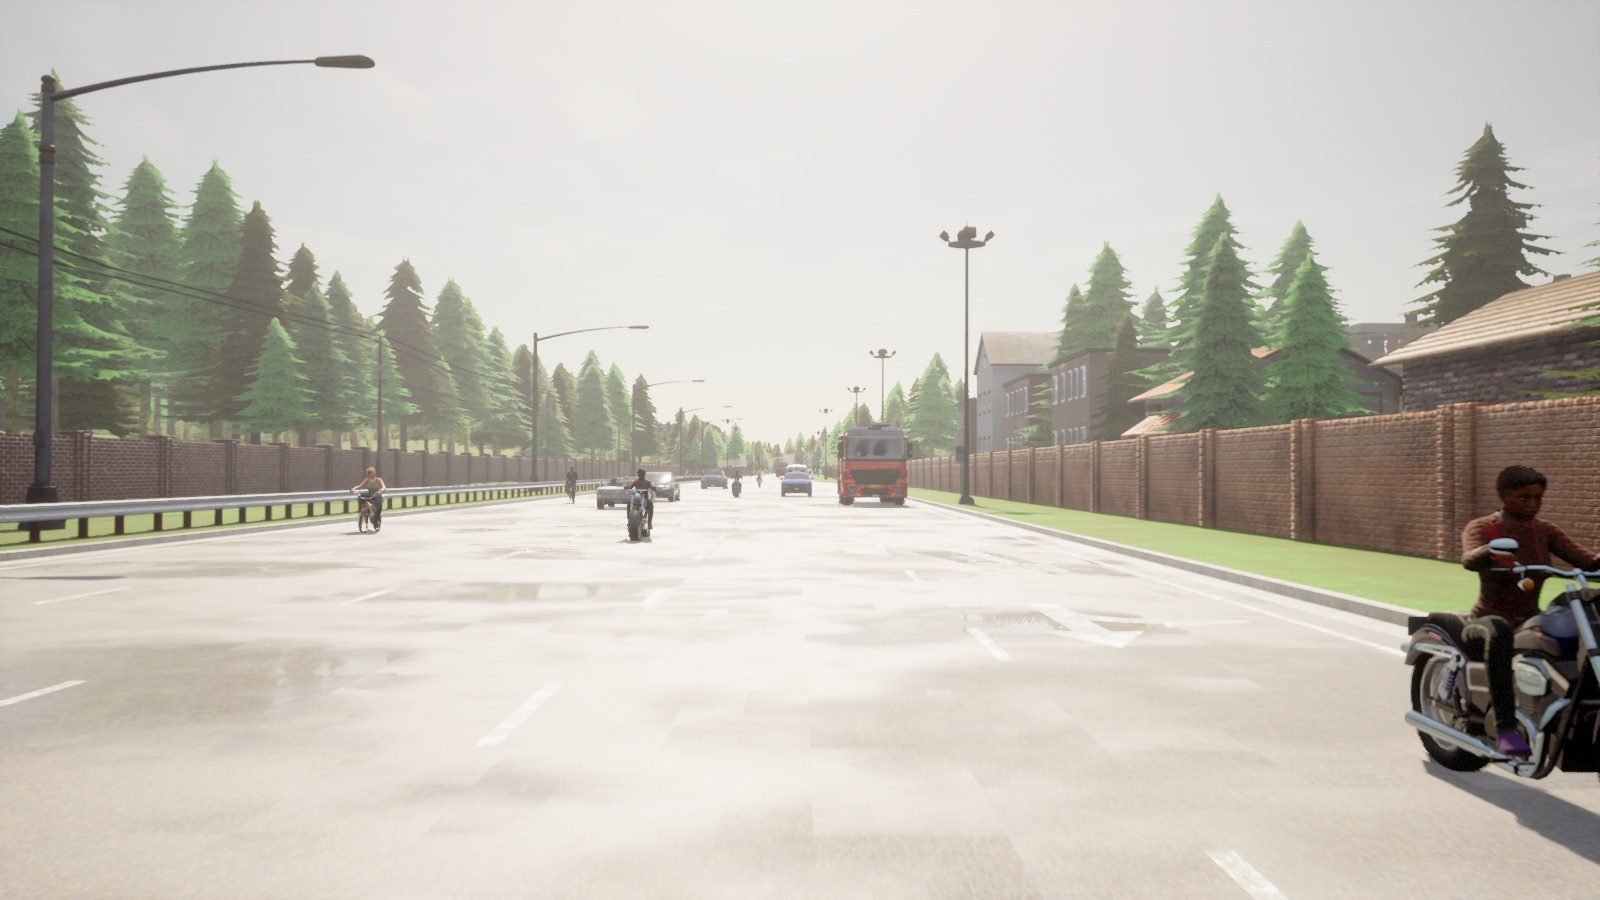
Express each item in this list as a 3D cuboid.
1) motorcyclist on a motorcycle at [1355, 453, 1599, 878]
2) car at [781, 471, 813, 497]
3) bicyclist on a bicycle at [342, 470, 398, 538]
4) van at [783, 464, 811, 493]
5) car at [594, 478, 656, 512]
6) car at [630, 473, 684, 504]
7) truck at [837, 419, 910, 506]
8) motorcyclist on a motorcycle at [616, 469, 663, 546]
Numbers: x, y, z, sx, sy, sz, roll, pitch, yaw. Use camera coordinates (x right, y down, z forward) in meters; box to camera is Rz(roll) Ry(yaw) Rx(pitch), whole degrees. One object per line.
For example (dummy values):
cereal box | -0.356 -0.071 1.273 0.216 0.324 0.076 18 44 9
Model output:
motorcyclist on a motorcycle | 3.485 0.848 5.816 0.766 1.649 2.350 0 -1 0
car | -0.192 2.091 77.544 1.882 1.535 5.008 0 -1 0
bicyclist on a bicycle | -10.572 1.311 30.921 0.866 1.612 1.509 0 -1 0
van | -0.231 2.100 93.261 2.069 2.038 4.480 0 -1 0
car | -7.127 1.808 51.604 1.895 1.301 4.718 0 -1 0
car | -7.157 1.904 63.346 2.163 1.488 4.792 0 -1 0
truck | 3.349 0.632 59.469 2.891 3.827 8.468 0 -1 0
motorcyclist on a motorcycle | -3.577 1.251 28.180 0.766 1.649 2.350 0 -1 0
